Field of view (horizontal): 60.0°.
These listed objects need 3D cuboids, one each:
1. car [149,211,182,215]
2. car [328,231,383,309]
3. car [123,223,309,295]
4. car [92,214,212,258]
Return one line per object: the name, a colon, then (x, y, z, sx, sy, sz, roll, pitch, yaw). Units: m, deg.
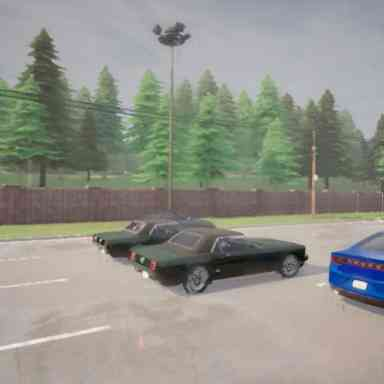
car: (-0.895, 1.611, 15.880, 4.181, 1.385, 1.994, 1, 0, -30)
car: (5.157, 1.544, 7.257, 5.008, 1.535, 1.882, 1, 0, -30)
car: (0.838, 1.637, 8.778, 4.718, 1.301, 1.895, 1, 0, -30)
car: (-0.945, 1.633, 11.790, 4.718, 1.301, 1.895, 1, 0, -30)
